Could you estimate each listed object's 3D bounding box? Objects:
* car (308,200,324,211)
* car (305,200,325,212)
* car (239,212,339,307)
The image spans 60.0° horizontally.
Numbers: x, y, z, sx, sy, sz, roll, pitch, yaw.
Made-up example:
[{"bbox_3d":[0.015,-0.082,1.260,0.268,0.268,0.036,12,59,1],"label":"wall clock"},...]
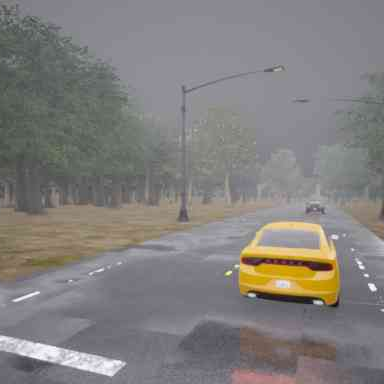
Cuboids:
[{"bbox_3d":[17.068,1.797,45.709,2.033,1.411,5.357,0,-1,21],"label":"car"},{"bbox_3d":[13.522,1.619,36.440,1.812,1.442,4.674,0,-1,22],"label":"car"},{"bbox_3d":[2.504,1.472,8.170,1.882,1.535,5.008,0,0,21],"label":"car"}]
